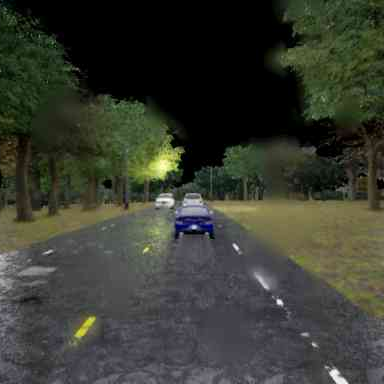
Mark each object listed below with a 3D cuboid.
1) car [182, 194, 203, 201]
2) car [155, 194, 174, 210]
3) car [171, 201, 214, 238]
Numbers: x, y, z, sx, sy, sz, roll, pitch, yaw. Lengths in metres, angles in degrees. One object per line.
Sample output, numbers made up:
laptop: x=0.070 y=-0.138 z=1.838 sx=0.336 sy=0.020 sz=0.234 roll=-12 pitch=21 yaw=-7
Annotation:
car: x=0.099 y=1.215 z=37.555 sx=2.150 sy=2.045 sz=5.566 roll=0 pitch=0 yaw=0
car: x=-3.499 y=1.244 z=43.492 sx=2.150 sy=2.045 sz=5.566 roll=0 pitch=-1 yaw=0
car: x=0.099 y=1.427 z=17.420 sx=1.882 sy=1.535 sz=5.008 roll=0 pitch=0 yaw=0
